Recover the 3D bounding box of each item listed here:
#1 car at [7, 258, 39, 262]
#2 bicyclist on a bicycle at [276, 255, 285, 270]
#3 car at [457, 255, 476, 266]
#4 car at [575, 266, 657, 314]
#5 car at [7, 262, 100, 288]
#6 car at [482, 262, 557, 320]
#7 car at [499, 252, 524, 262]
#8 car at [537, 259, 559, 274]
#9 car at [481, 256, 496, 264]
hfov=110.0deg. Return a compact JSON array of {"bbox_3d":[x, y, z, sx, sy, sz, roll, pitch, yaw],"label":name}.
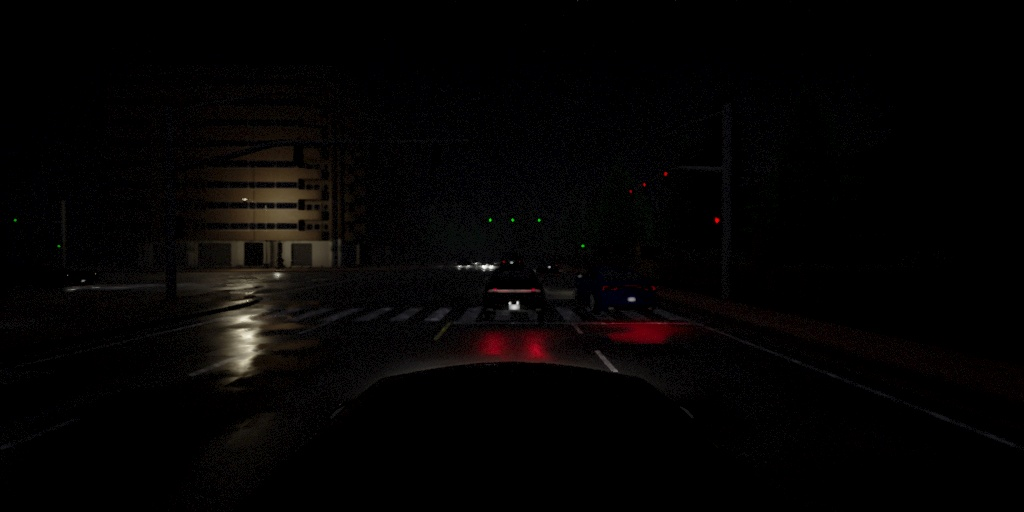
[{"bbox_3d":[-44.872,0.985,32.230,5.008,1.535,1.882,0,1,-1],"label":"car"},{"bbox_3d":[-25.801,0.727,39.940,0.582,1.620,1.656,0,1,-1],"label":"bicyclist on a bicycle"},{"bbox_3d":[-7.259,0.757,55.254,2.033,1.411,5.357,0,1,0],"label":"car"},{"bbox_3d":[3.559,1.111,13.139,1.882,1.535,5.008,0,1,0],"label":"car"},{"bbox_3d":[-28.451,1.208,21.919,4.718,1.301,1.895,0,1,-1],"label":"car"},{"bbox_3d":[0.061,1.137,12.089,2.128,1.511,4.902,0,1,0],"label":"car"},{"bbox_3d":[-0.016,0.644,33.957,2.150,2.045,5.566,0,1,0],"label":"car"},{"bbox_3d":[3.482,0.971,35.453,1.994,1.385,4.181,0,1,0],"label":"car"},{"bbox_3d":[-3.772,0.687,56.739,2.128,1.511,4.902,0,0,0],"label":"car"}]
